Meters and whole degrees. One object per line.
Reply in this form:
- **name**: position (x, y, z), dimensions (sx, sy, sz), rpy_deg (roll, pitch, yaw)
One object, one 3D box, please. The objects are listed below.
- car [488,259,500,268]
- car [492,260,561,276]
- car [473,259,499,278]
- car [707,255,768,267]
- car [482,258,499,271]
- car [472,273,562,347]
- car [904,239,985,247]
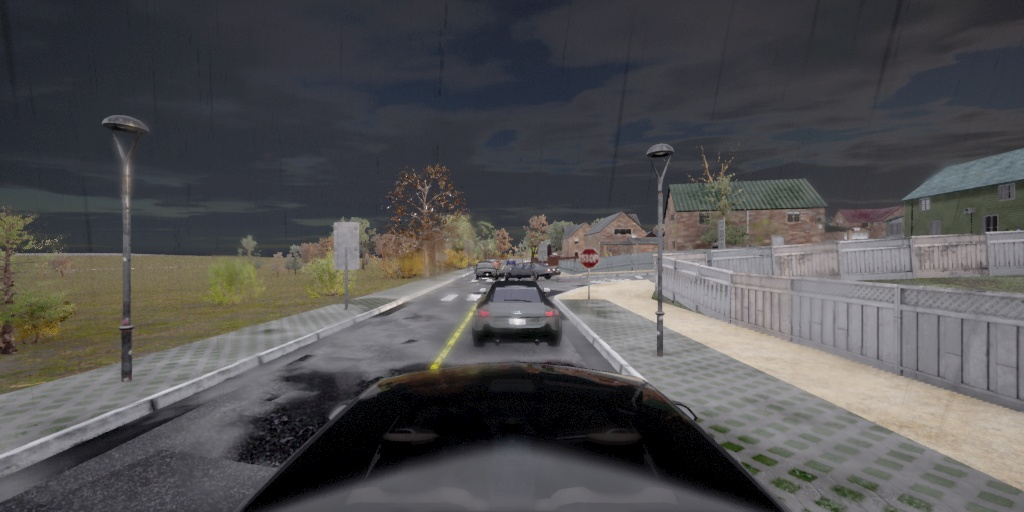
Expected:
- **car**: position (-2.996, 1.256, 61.094), dimensions (1.882, 1.535, 5.008), rpy_deg (0, 0, 0)
- **car**: position (1.263, 1.198, 28.340), dimensions (5.357, 1.411, 2.033), rpy_deg (-4, -3, 43)
- **car**: position (-2.332, 1.258, 31.241), dimensions (1.837, 1.490, 4.892), rpy_deg (0, 0, -8)
- **car**: position (14.329, 0.413, 22.753), dimensions (4.181, 1.385, 1.994), rpy_deg (-3, 0, 16)
- **car**: position (-2.984, 1.121, 51.057), dimensions (2.097, 1.767, 4.553), rpy_deg (0, 0, 0)
- **car**: position (0.081, 1.313, 9.322), dimensions (1.994, 1.385, 4.181), rpy_deg (0, 0, -1)
- **car**: position (23.837, -0.208, 20.357), dimensions (4.902, 1.511, 2.128), rpy_deg (-3, 0, 14)
